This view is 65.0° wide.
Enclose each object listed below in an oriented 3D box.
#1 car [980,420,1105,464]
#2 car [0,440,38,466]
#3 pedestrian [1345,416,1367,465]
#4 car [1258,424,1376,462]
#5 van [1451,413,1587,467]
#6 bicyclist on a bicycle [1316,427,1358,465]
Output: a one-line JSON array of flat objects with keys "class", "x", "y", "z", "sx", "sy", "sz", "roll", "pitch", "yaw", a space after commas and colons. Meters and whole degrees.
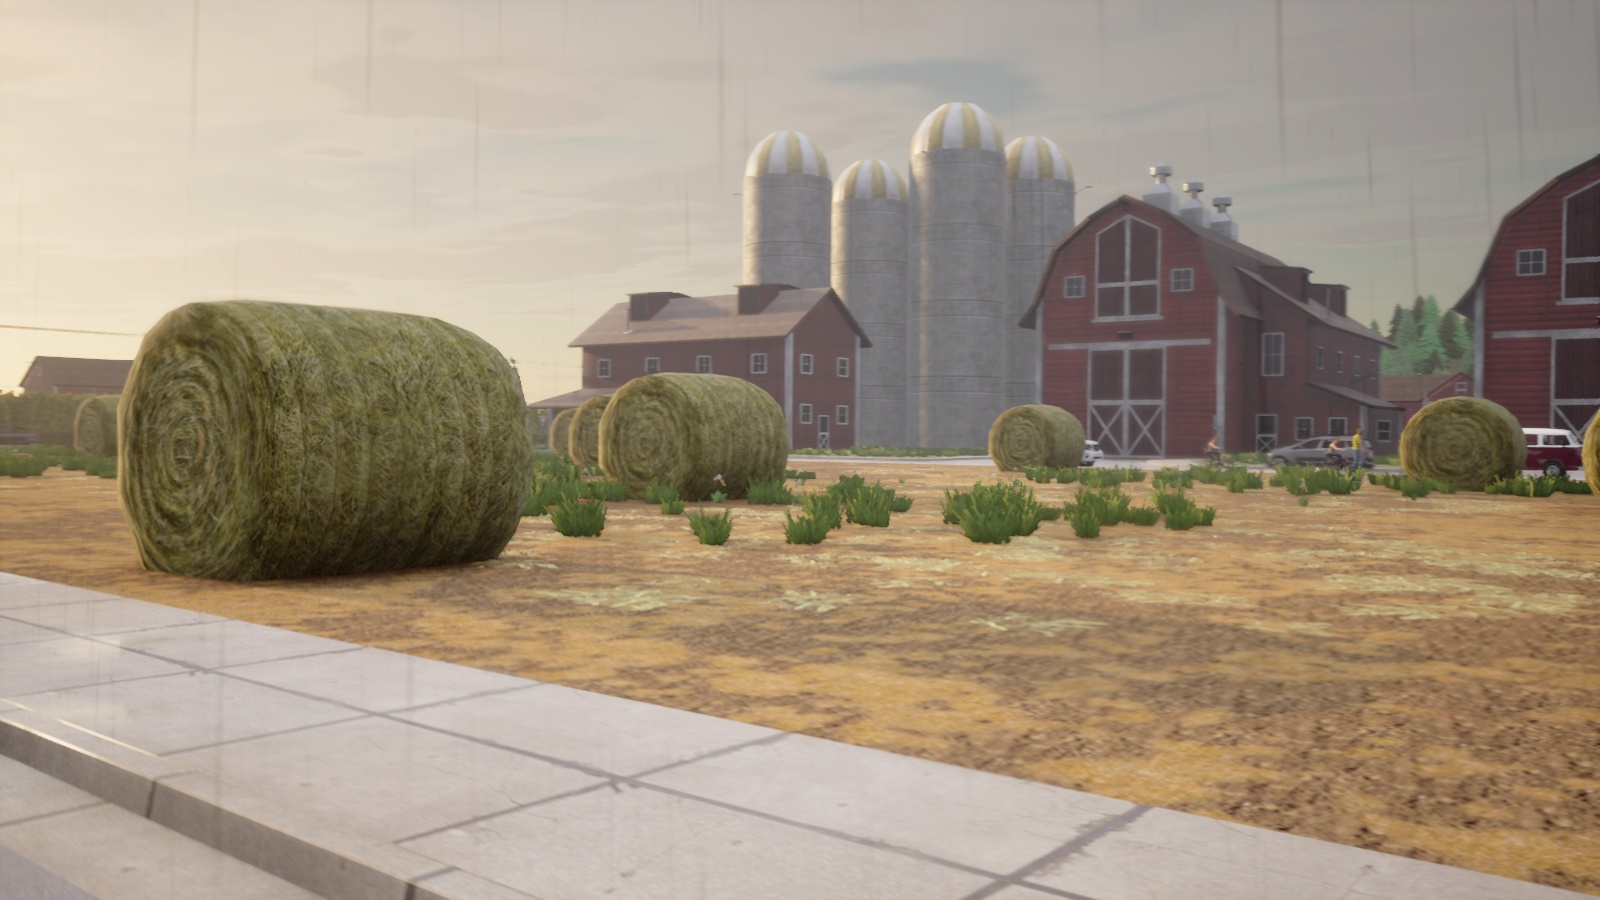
[{"class": "car", "x": 11.792, "y": -0.394, "z": 61.179, "sx": 5.566, "sy": 2.045, "sz": 2.150, "roll": 0, "pitch": 1, "yaw": 35}, {"class": "car", "x": -49.784, "y": 0.192, "z": 78.085, "sx": 1.789, "sy": 1.549, "sz": 3.705, "roll": 0, "pitch": 1, "yaw": 36}, {"class": "pedestrian", "x": 21.309, "y": -0.363, "z": 48.108, "sx": 0.706, "sy": 1.836, "sz": 0.354, "roll": 0, "pitch": 1, "yaw": 12}, {"class": "car", "x": 23.539, "y": -0.307, "z": 57.223, "sx": 4.611, "sy": 1.667, "sz": 2.242, "roll": 0, "pitch": 1, "yaw": 35}, {"class": "van", "x": 28.357, "y": -0.377, "z": 49.563, "sx": 4.480, "sy": 2.038, "sz": 2.069, "roll": 0, "pitch": 1, "yaw": 35}, {"class": "bicyclist on a bicycle", "x": 22.847, "y": -0.163, "z": 53.435, "sx": 1.509, "sy": 1.612, "sz": 0.866, "roll": 0, "pitch": 1, "yaw": 35}]
